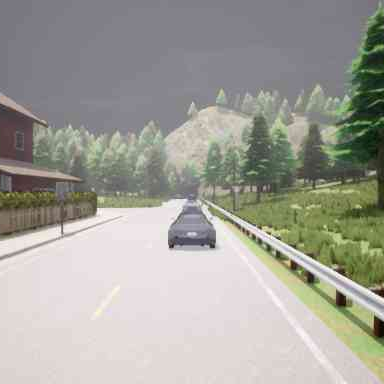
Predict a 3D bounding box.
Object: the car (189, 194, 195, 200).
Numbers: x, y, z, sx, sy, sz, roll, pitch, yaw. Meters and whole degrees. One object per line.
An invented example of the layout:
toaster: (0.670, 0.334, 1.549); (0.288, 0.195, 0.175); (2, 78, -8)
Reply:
car: (0.000, 1.303, 93.787); (1.882, 1.535, 5.008); (0, 0, 0)

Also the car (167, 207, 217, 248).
car: (0.000, 1.569, 14.650); (1.994, 1.385, 4.181); (0, 0, 0)

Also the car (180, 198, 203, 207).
car: (0.000, 1.530, 29.650); (1.812, 1.442, 4.674); (0, 0, 0)

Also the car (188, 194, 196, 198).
car: (0.000, 1.358, 80.231); (1.882, 1.535, 5.008); (0, 0, 0)

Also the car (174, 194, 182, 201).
car: (-3.500, 1.389, 84.420); (1.837, 1.490, 4.892); (0, 0, 0)
